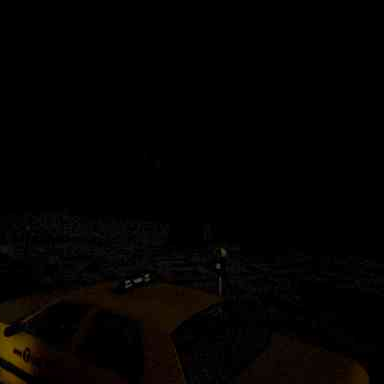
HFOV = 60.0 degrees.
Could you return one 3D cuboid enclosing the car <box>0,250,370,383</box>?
[{"bbox_3d":[-0.785,1.525,3.526,4.829,1.417,1.752,0,0,36],"label":"car"}]
